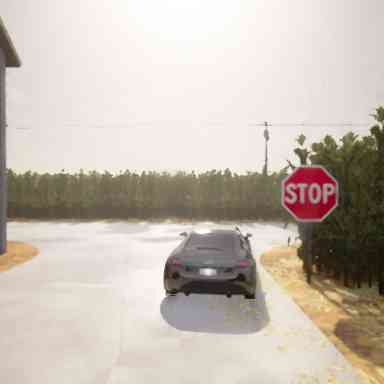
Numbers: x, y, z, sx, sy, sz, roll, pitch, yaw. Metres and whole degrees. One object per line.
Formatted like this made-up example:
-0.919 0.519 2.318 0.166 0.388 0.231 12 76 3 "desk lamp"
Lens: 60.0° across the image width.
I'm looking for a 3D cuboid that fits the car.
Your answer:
0.588 1.515 8.481 1.994 1.385 4.181 0 0 8 "car"
